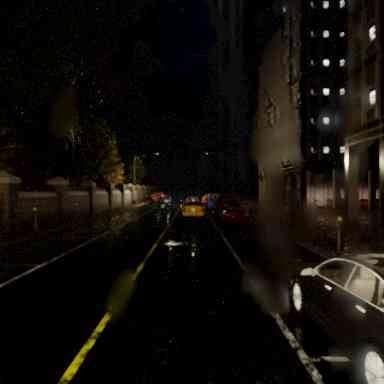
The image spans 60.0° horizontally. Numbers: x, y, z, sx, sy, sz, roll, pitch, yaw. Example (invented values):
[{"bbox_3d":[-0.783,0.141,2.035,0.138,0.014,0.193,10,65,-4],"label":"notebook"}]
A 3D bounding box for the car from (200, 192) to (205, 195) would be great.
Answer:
[{"bbox_3d":[2.713,1.112,55.778,1.967,1.590,4.097,1,0,0],"label":"car"}]

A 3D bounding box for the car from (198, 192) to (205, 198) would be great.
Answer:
[{"bbox_3d":[2.724,0.821,94.742,1.967,1.590,4.097,1,0,0],"label":"car"}]

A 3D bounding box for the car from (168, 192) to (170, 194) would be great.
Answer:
[{"bbox_3d":[-5.667,1.159,61.334,1.752,1.417,4.829,1,0,0],"label":"car"}]

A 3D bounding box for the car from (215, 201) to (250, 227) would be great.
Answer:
[{"bbox_3d":[2.701,1.468,21.690,1.802,1.307,4.206,0,0,0],"label":"car"}]

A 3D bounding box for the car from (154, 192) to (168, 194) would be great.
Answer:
[{"bbox_3d":[-5.667,0.987,55.821,2.192,1.841,5.009,1,0,0],"label":"car"}]

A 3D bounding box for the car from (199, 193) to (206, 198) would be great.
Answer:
[{"bbox_3d":[2.721,1.008,89.126,1.802,1.307,4.206,1,0,0],"label":"car"}]

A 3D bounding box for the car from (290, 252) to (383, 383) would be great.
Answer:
[{"bbox_3d":[2.696,1.527,4.649,2.008,1.369,4.403,0,0,0],"label":"car"}]

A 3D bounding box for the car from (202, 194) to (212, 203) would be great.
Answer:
[{"bbox_3d":[2.713,1.157,61.629,1.752,1.417,4.829,1,0,0],"label":"car"}]

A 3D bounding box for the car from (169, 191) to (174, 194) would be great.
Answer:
[{"bbox_3d":[-5.661,0.866,72.868,2.192,1.841,5.009,1,0,0],"label":"car"}]

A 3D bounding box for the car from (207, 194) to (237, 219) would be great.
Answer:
[{"bbox_3d":[2.705,1.168,27.372,2.192,1.841,5.009,0,0,0],"label":"car"}]

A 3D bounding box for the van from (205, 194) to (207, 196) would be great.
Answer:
[{"bbox_3d":[2.709,1.125,38.734,1.690,1.788,3.998,1,0,0],"label":"van"}]

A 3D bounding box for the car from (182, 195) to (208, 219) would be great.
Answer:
[{"bbox_3d":[0.102,1.309,27.330,1.801,1.575,5.366,0,0,0],"label":"car"}]

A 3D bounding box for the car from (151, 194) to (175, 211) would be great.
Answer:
[{"bbox_3d":[-3.084,1.282,37.648,2.128,1.511,4.902,0,0,0],"label":"car"}]
